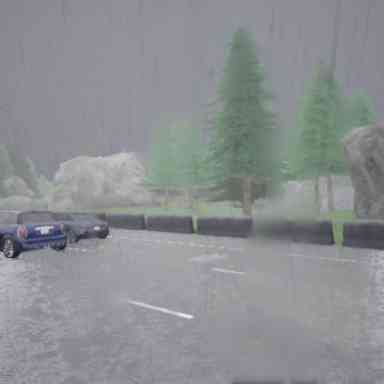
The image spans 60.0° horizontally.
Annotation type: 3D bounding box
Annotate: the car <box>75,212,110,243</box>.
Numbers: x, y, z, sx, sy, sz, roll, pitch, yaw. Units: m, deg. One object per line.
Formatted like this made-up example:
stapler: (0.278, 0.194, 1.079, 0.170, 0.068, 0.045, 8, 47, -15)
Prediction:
car: (-6.169, 1.716, 16.986, 4.181, 1.385, 1.994, -1, 0, 35)

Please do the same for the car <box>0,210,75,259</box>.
car: (-7.092, 1.493, 13.350, 4.553, 1.767, 2.097, -1, -1, 35)
